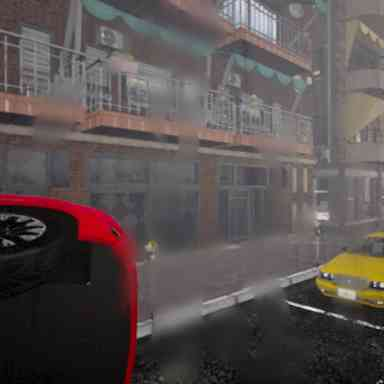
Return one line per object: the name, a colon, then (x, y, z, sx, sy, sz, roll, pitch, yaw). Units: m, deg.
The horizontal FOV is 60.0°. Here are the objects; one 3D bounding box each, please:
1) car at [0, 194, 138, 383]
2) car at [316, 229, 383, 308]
car: (-3.298, 0.966, 2.753, 5.566, 2.150, 2.045, 4, 14, -13)
car: (4.580, 1.521, 7.644, 4.829, 1.417, 1.752, 0, 0, -42)
